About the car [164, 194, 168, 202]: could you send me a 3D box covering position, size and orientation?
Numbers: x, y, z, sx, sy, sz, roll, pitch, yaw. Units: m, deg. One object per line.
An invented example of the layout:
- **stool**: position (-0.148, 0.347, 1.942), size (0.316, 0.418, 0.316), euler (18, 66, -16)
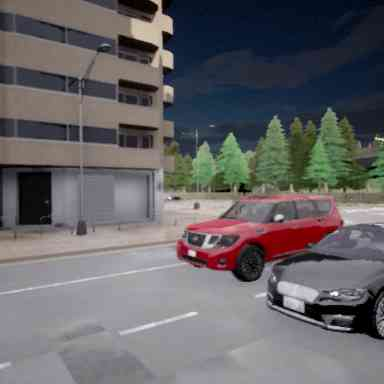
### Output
- **car**: position (-6.491, 1.186, 57.439), size (4.718, 1.301, 1.895), euler (0, 1, 36)

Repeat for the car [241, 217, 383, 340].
- **car**: position (3.550, 1.408, 6.464), size (4.902, 1.511, 2.128), euler (-1, 1, -35)

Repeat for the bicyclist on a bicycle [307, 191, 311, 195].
- **bicyclist on a bicycle**: position (16.570, 0.723, 47.312), size (1.656, 1.620, 0.582), euler (-1, 1, -34)

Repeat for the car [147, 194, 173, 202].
- **car**: position (-5.844, 1.075, 61.394), size (4.674, 1.442, 1.812), euler (0, 1, 33)

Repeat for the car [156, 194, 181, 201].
- **car**: position (-4.557, 1.112, 64.711), size (4.718, 1.301, 1.895), euler (0, 0, 33)

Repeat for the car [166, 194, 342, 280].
- **car**: position (2.264, 1.124, 9.839), size (5.566, 2.045, 2.150), euler (-1, 1, -35)
